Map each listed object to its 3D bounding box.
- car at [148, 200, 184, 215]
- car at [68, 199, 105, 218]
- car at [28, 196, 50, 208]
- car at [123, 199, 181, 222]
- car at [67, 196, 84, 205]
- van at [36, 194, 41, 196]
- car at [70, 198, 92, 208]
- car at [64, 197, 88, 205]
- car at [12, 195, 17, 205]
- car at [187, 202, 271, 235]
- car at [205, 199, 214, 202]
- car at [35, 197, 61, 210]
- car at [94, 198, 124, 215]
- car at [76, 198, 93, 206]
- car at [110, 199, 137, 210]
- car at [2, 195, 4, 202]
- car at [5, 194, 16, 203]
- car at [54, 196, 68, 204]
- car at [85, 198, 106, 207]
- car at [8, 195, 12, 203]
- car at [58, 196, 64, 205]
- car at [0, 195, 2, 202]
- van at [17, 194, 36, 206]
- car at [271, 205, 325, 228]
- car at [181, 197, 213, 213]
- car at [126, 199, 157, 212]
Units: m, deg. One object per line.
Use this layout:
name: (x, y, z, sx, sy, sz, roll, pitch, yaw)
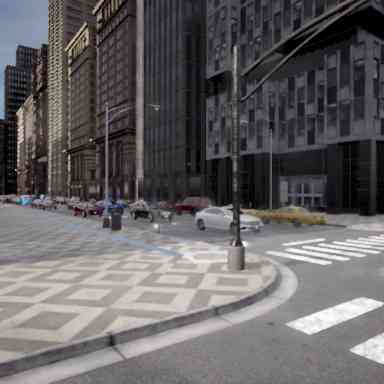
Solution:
car: (-2.965, 1.635, 36.391, 1.887, 1.381, 4.507, 0, 0, -35)
car: (-9.913, 1.608, 31.451, 1.887, 1.381, 4.507, 0, 0, -35)
car: (-22.860, 1.708, 49.740, 1.802, 1.307, 4.206, 0, 0, -35)
car: (-3.309, 1.542, 26.737, 2.128, 1.511, 4.902, 0, 0, -35)
car: (-22.385, 1.626, 63.823, 1.967, 1.590, 4.097, 0, 0, -35)
van: (-38.569, 1.613, 86.684, 1.690, 1.788, 3.998, 0, 0, -35)
car: (-17.518, 1.646, 52.345, 1.837, 1.490, 4.892, 0, -1, -35)
car: (-14.447, 1.668, 42.530, 1.994, 1.385, 4.181, 0, 0, -37)
car: (-32.473, 1.700, 63.318, 1.752, 1.417, 4.829, 0, 0, -35)
car: (1.980, 1.552, 19.227, 1.812, 1.442, 4.674, 0, 0, -37)
car: (3.410, 1.586, 27.386, 1.752, 1.417, 4.829, 0, 0, -35)
car: (-19.624, 1.692, 45.168, 1.802, 1.307, 4.206, 0, 0, -35)
car: (-8.756, 1.554, 34.444, 1.882, 1.535, 5.008, 0, 0, -35)
car: (-19.149, 1.751, 59.251, 1.802, 1.307, 4.206, 0, 0, -35)
car: (-9.439, 1.672, 45.535, 2.008, 1.369, 4.403, 0, 0, -35)
car: (-42.282, 1.809, 77.174, 1.802, 1.307, 4.206, 0, 0, -35)
car: (-39.045, 1.525, 72.602, 2.192, 1.841, 5.009, 0, 0, -35)
car: (-28.858, 1.660, 72.967, 1.967, 1.590, 4.097, 0, 0, -35)
car: (-15.912, 1.719, 54.679, 1.947, 1.339, 4.313, 0, 0, -35)
car: (-35.808, 1.775, 68.029, 1.802, 1.307, 4.206, 0, 0, -35)
car: (-23.536, 1.773, 60.842, 1.895, 1.301, 4.718, 0, 0, -36)
car: (-45.519, 1.685, 81.746, 1.967, 1.590, 4.097, 0, 0, -35)
van: (-29.335, 1.500, 58.885, 1.690, 1.788, 3.998, 0, 0, -35)
car: (6.647, 1.571, 22.814, 1.752, 1.417, 4.829, 0, 0, -35)
car: (0.271, 1.390, 31.819, 2.192, 1.841, 5.009, 0, 0, -35)
car: (-6.300, 1.631, 41.102, 1.752, 1.417, 4.829, 0, 0, -35)
